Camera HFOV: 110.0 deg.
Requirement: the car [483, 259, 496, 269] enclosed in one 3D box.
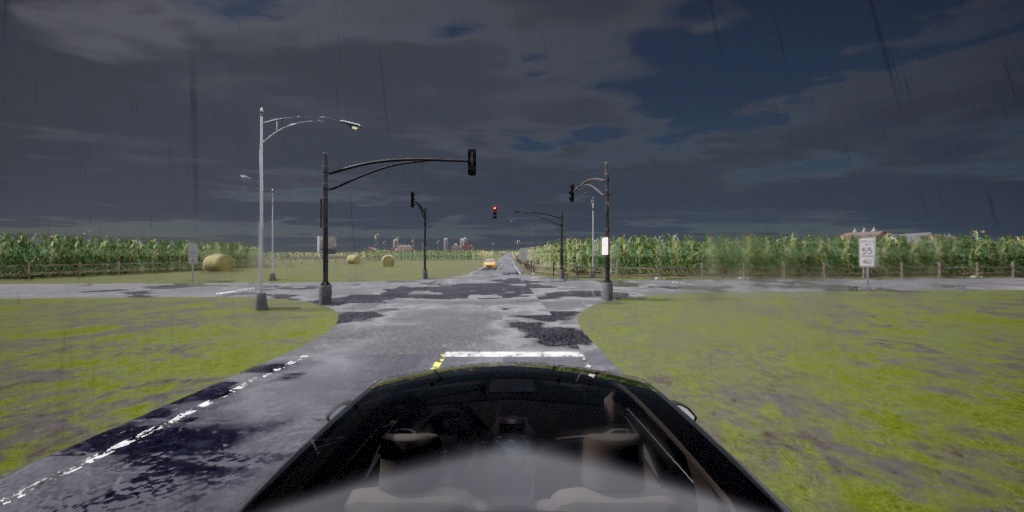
[{"bbox_3d":[-3.361,1.215,54.541,1.882,1.535,5.008,0,1,-1],"label":"car"}]
